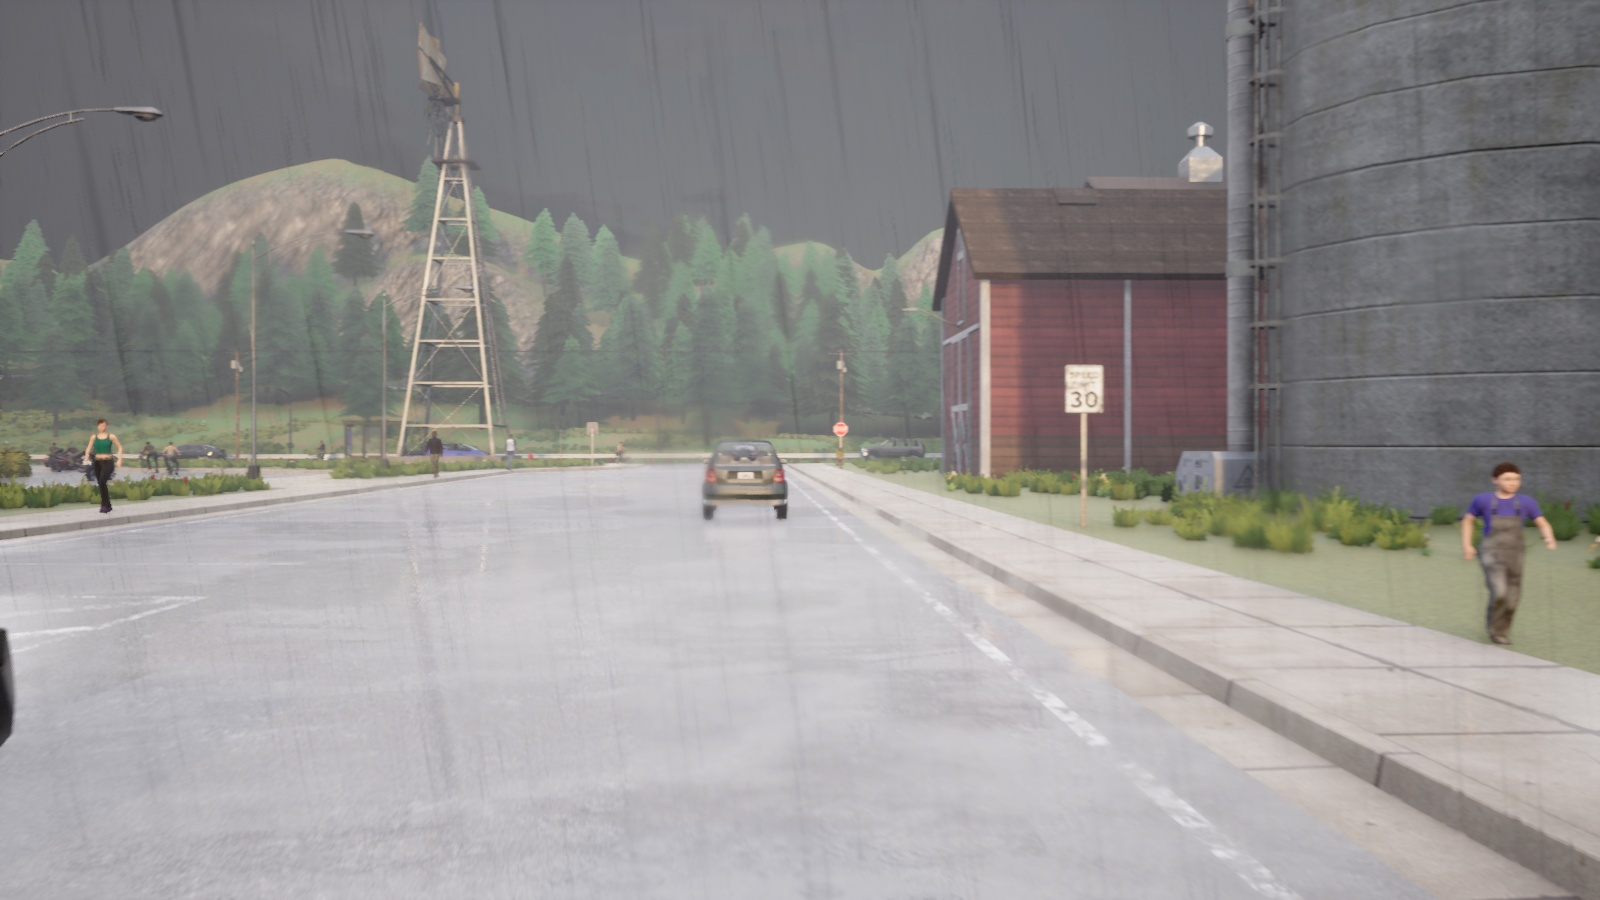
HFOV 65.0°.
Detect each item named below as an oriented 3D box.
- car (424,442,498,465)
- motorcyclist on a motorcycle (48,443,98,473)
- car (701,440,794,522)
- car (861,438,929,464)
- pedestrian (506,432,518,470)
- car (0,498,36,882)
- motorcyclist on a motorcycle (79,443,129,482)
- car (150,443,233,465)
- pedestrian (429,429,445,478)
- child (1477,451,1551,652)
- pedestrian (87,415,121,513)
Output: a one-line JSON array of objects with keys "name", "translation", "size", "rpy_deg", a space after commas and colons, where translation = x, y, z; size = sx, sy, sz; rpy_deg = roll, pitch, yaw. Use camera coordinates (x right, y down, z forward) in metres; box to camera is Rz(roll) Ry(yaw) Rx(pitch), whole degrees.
[{"name": "car", "translation": [-22.846, 0.210, 84.727], "size": [4.514, 1.525, 2.007], "rpy_deg": [0, 0, -1]}, {"name": "motorcyclist on a motorcycle", "translation": [-37.698, 0.406, 65.096], "size": [2.191, 1.530, 0.866], "rpy_deg": [0, 0, 9]}, {"name": "car", "translation": [-1.079, 0.579, 25.857], "size": [1.789, 1.549, 3.705], "rpy_deg": [0, 0, -2]}, {"name": "car", "translation": [6.721, 0.062, 88.950], "size": [4.605, 1.855, 1.932], "rpy_deg": [0, 0, -1]}, {"name": "pedestrian", "translation": [-14.267, 0.047, 62.305], "size": [0.354, 1.836, 0.706], "rpy_deg": [0, 0, 8]}, {"name": "car", "translation": [-3.580, 0.834, 2.091], "size": [1.895, 1.301, 4.718], "rpy_deg": [0, 0, -2]}, {"name": "motorcyclist on a motorcycle", "translation": [-28.017, 0.490, 50.569], "size": [0.866, 1.530, 2.191], "rpy_deg": [0, 0, -2]}, {"name": "car", "translation": [-42.414, 0.248, 87.578], "size": [4.892, 1.490, 1.837], "rpy_deg": [0, 0, -6]}, {"name": "pedestrian", "translation": [-13.684, 0.131, 47.360], "size": [0.431, 1.840, 0.703], "rpy_deg": [0, 0, -2]}, {"name": "child", "translation": [4.610, 0.637, 8.121], "size": [0.270, 1.263, 0.437], "rpy_deg": [0, 0, 8]}, {"name": "pedestrian", "translation": [-13.161, 0.265, 23.743], "size": [0.345, 1.836, 0.594], "rpy_deg": [0, 0, -5]}]
